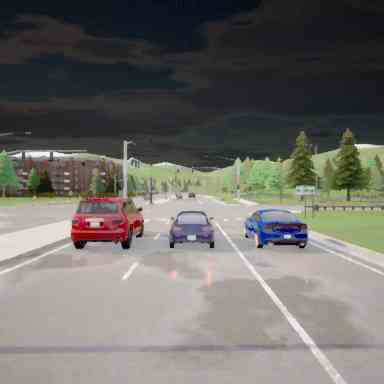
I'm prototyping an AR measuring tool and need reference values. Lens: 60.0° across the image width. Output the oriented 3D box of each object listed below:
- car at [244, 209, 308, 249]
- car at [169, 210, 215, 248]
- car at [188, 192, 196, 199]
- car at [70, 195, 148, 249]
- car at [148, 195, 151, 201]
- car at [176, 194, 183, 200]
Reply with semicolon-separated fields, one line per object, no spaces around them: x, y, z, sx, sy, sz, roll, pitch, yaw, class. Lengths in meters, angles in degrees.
3.500;1.484;14.650;1.882;1.535;5.008;0;0;0;car
0.000;1.532;14.650;1.812;1.442;4.674;0;0;0;car
0.000;1.061;95.046;2.150;2.045;5.566;0;0;0;car
-3.500;1.257;14.680;2.150;2.045;5.566;0;0;0;car
-11.500;1.520;86.286;1.812;1.442;4.674;0;0;0;car
-3.500;1.361;95.014;2.128;1.511;4.902;0;0;0;car
